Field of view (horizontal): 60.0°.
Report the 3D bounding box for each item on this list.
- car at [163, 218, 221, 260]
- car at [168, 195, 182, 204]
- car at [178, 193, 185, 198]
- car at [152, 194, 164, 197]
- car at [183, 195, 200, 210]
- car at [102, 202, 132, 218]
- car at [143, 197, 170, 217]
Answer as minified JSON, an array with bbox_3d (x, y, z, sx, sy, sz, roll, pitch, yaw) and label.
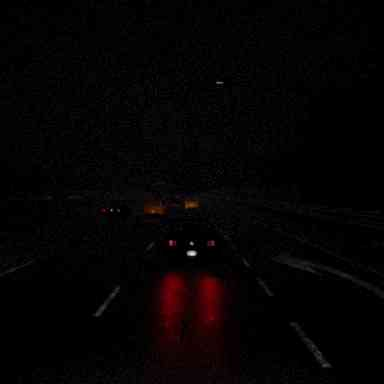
[{"bbox_3d":[-0.001,1.649,12.683,1.895,1.301,4.718,0,0,0],"label":"car"},{"bbox_3d":[-3.499,1.751,68.147,1.895,1.301,4.718,0,0,0],"label":"car"},{"bbox_3d":[-3.498,1.646,84.088,1.882,1.535,5.008,0,0,0],"label":"car"},{"bbox_3d":[-6.998,1.372,68.188,2.150,2.045,5.566,0,0,0],"label":"car"},{"bbox_3d":[0.001,1.607,44.912,1.882,1.535,5.008,0,0,0],"label":"car"},{"bbox_3d":[-7.000,1.652,31.398,2.033,1.411,5.357,0,0,0],"label":"car"},{"bbox_3d":[-3.501,1.584,32.169,1.882,1.535,5.008,0,0,0],"label":"car"}]
